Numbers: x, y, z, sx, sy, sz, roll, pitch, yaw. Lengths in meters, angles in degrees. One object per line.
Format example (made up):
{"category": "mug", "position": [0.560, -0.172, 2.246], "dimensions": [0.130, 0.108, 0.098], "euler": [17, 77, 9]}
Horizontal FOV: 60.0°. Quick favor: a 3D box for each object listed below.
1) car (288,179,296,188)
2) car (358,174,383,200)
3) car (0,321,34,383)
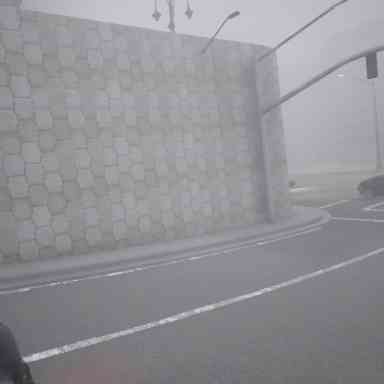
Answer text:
{"category": "car", "position": [8.051, -0.898, 32.612], "dimensions": [1.994, 1.385, 4.181], "euler": [-10, 6, -35]}
{"category": "car", "position": [12.184, -0.334, 19.499], "dimensions": [1.837, 1.490, 4.892], "euler": [-8, 5, -22]}
{"category": "car", "position": [-3.581, 1.543, 1.435], "dimensions": [5.357, 1.411, 2.033], "euler": [1, -1, -35]}
